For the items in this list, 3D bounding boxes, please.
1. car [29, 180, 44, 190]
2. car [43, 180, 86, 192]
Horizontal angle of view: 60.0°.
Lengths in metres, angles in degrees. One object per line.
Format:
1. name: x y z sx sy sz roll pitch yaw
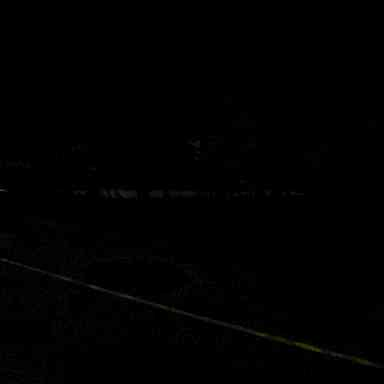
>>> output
1. car: -20.860 -0.940 47.979 2.128 1.511 4.902 5 3 37
2. car: -17.469 -0.650 46.669 2.033 1.411 5.357 5 3 37
